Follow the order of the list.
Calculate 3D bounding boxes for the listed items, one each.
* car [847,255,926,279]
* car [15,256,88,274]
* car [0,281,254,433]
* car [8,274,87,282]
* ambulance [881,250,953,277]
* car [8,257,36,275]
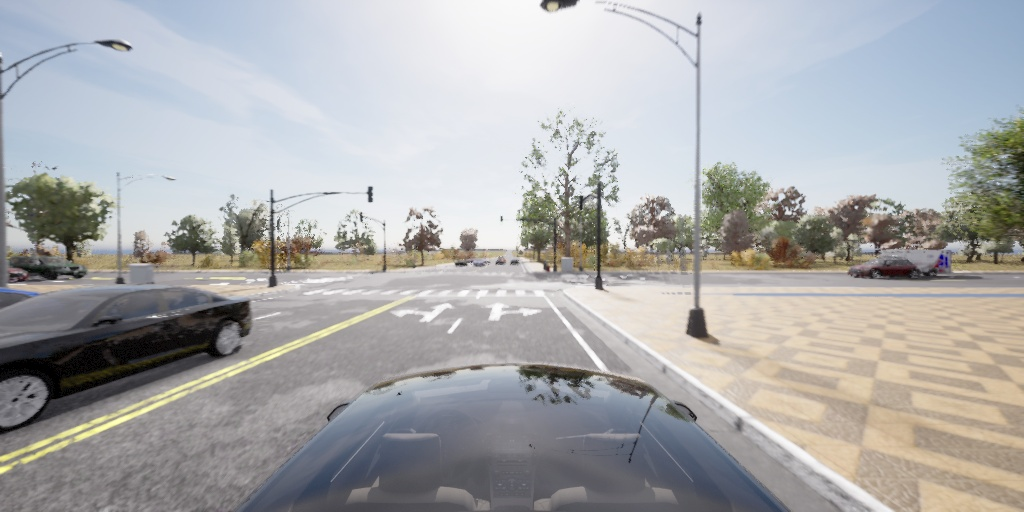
[{"bbox_3d":[31.606,1.032,30.633,4.553,1.767,2.097,0,1,3],"label":"car"},{"bbox_3d":[-40.326,1.029,31.029,5.566,2.045,2.150,0,1,3],"label":"car"},{"bbox_3d":[-6.583,1.227,5.712,1.882,1.535,5.008,0,0,0],"label":"car"},{"bbox_3d":[-9.834,1.227,5.573,1.882,1.535,5.008,0,0,0],"label":"car"},{"bbox_3d":[36.722,0.654,33.558,6.366,2.431,2.351,0,1,3],"label":"ambulance"},{"bbox_3d":[-40.684,1.211,27.793,4.553,1.767,2.097,0,1,3],"label":"car"}]
